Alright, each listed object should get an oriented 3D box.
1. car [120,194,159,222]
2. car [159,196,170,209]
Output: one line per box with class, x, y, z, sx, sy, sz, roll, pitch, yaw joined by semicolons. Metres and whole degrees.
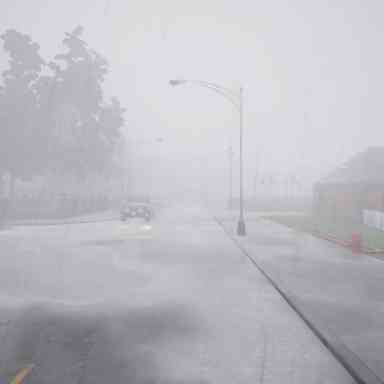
car;-4.182;1.221;26.521;2.150;2.045;5.566;0;0;0
car;-4.224;1.353;45.391;2.097;1.767;4.553;0;0;0
